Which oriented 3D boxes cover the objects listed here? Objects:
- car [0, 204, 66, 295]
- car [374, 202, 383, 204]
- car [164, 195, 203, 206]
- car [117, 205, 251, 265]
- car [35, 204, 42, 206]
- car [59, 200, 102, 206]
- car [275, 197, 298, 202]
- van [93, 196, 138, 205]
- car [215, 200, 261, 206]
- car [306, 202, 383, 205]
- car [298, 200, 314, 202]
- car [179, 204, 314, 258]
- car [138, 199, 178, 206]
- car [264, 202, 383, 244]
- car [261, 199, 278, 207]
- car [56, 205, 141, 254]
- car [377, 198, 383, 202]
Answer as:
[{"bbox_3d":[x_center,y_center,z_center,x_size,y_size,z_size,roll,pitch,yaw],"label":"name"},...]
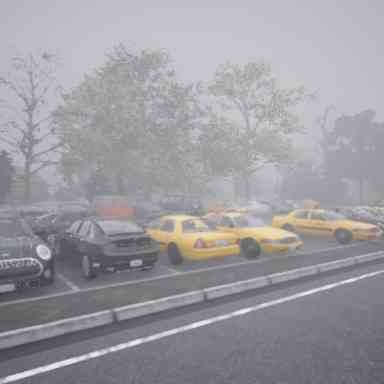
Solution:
[{"bbox_3d":[-5.049,1.353,8.561,2.185,1.767,4.553,0,0,-35],"label":"car"},{"bbox_3d":[10.717,1.548,19.909,1.946,1.575,5.366,0,0,-35],"label":"car"},{"bbox_3d":[-1.254,1.264,27.268,2.435,2.045,5.566,0,0,-35],"label":"car"},{"bbox_3d":[-0.610,1.477,11.891,1.946,1.575,5.366,0,0,-35],"label":"car"},{"bbox_3d":[-10.294,1.501,20.870,2.163,1.488,4.792,0,0,-35],"label":"car"},{"bbox_3d":[-8.140,1.505,22.395,2.163,1.488,4.792,0,0,-35],"label":"car"},{"bbox_3d":[7.822,1.608,33.621,2.163,1.488,4.792,0,0,-35],"label":"car"},{"bbox_3d":[-5.928,1.259,24.068,1.878,1.987,4.442,0,0,-35],"label":"van"},{"bbox_3d":[3.390,1.544,30.293,1.946,1.575,5.366,0,0,-35],"label":"car"},{"bbox_3d":[8.554,1.536,18.159,2.231,1.521,4.892,0,0,-35],"label":"car"},{"bbox_3d":[9.947,1.467,35.200,2.185,1.767,4.553,0,0,-35],"label":"car"},{"bbox_3d":[1.769,1.486,13.121,1.946,1.575,5.366,0,0,-35],"label":"car"},{"bbox_3d":[-3.483,1.529,25.621,2.163,1.488,4.792,0,0,-35],"label":"car"},{"bbox_3d":[6.400,1.516,16.399,1.946,1.575,5.366,0,0,-35],"label":"car"},{"bbox_3d":[5.545,1.602,32.043,2.002,1.452,4.674,0,0,-35],"label":"car"},{"bbox_3d":[-4.629,1.499,14.261,4.892,1.490,1.837,0,0,-35],"label":"car"},{"bbox_3d":[13.075,1.315,21.386,2.435,2.045,5.566,0,0,-35],"label":"car"}]
